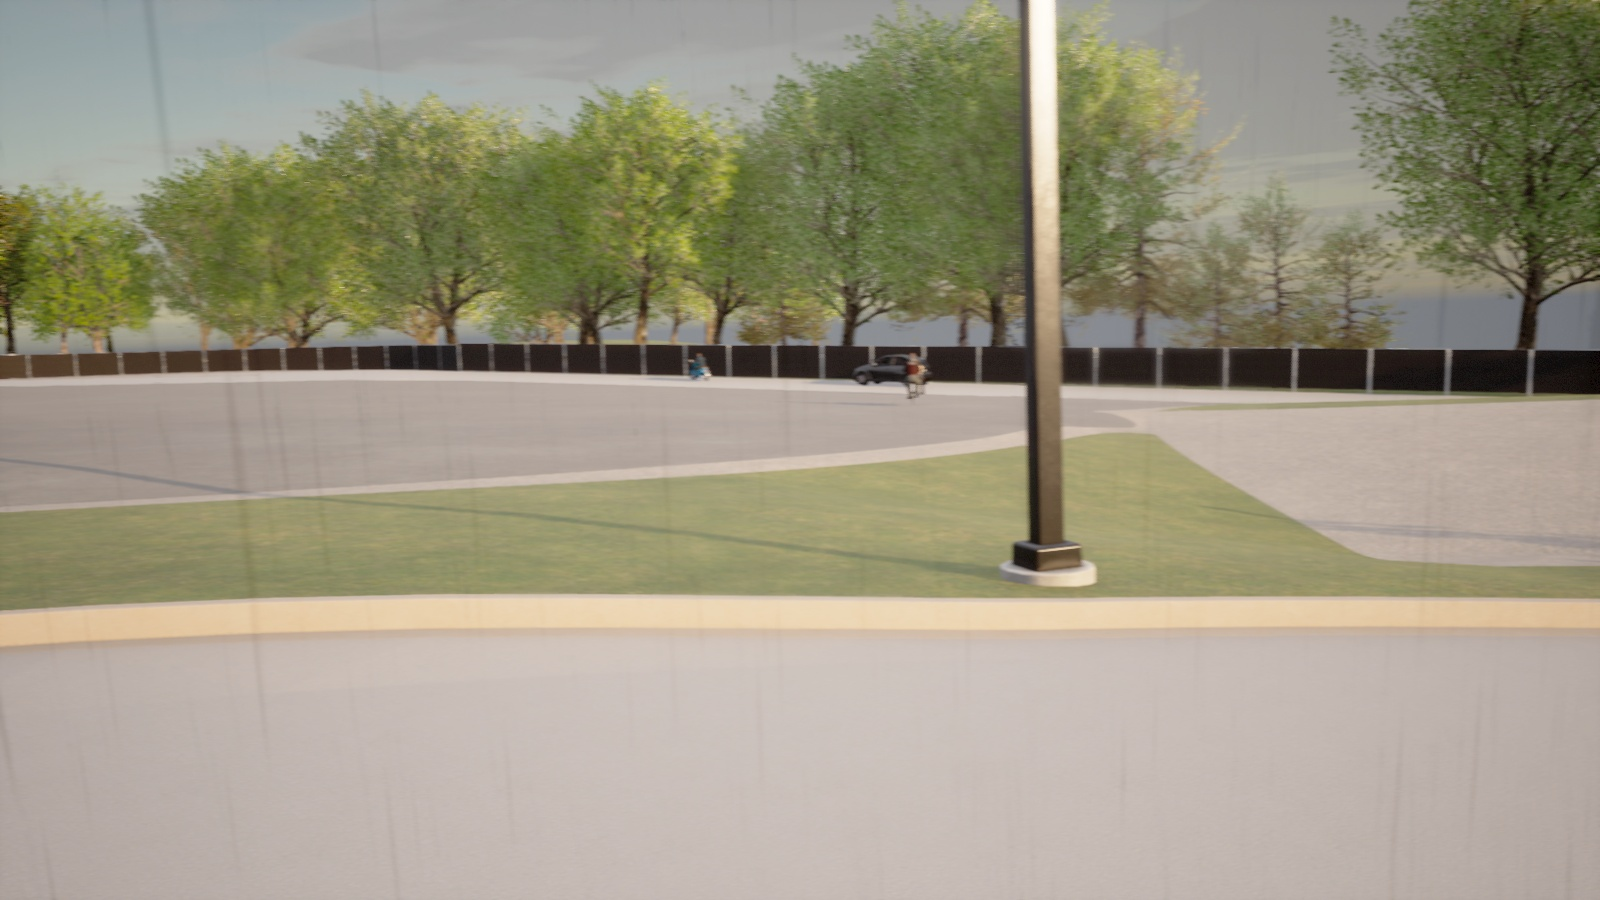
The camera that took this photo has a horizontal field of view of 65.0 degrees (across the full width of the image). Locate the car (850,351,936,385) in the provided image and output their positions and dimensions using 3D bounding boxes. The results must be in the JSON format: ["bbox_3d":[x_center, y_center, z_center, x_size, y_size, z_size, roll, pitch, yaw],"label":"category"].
[{"bbox_3d":[4.818,-4.255,65.138,3.988,1.617,1.851,3,8,33],"label":"car"}]

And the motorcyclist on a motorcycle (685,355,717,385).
[{"bbox_3d":[-5.577,-4.496,70.578,0.866,1.590,1.817,-8,9,-37],"label":"motorcyclist on a motorcycle"}]
